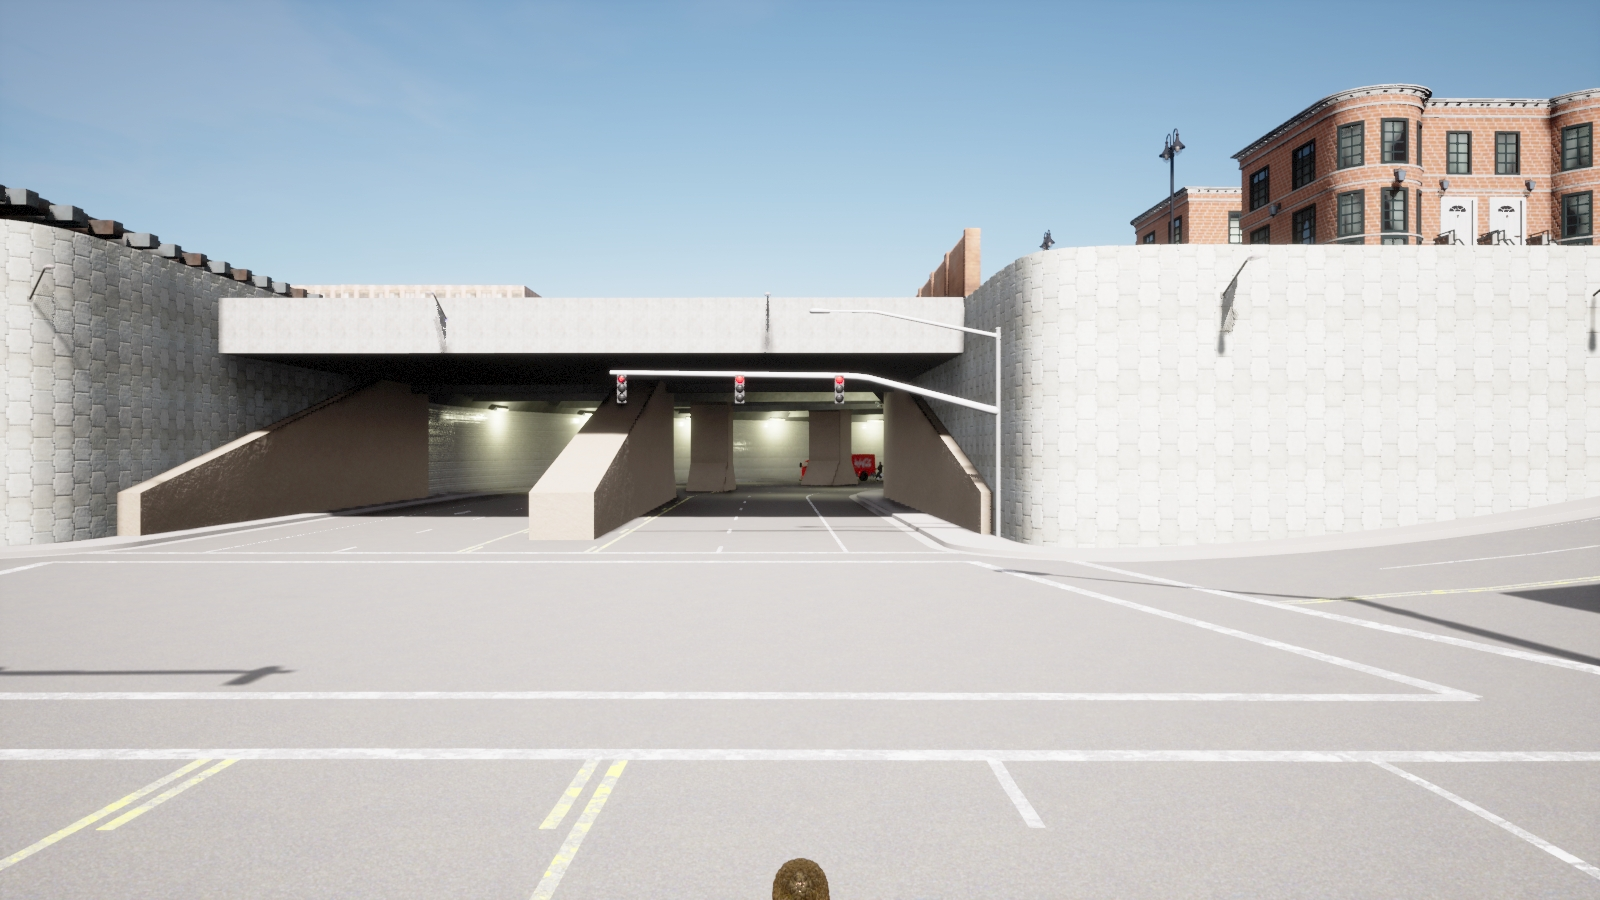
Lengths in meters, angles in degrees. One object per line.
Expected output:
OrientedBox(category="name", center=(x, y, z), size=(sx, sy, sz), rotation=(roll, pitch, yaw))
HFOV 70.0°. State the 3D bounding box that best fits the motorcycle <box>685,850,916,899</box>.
OrientedBox(category="motorcycle", center=(0.004, 2.174, 3.443), size=(0.803, 1.224, 2.033), rotation=(0, 0, 0))
